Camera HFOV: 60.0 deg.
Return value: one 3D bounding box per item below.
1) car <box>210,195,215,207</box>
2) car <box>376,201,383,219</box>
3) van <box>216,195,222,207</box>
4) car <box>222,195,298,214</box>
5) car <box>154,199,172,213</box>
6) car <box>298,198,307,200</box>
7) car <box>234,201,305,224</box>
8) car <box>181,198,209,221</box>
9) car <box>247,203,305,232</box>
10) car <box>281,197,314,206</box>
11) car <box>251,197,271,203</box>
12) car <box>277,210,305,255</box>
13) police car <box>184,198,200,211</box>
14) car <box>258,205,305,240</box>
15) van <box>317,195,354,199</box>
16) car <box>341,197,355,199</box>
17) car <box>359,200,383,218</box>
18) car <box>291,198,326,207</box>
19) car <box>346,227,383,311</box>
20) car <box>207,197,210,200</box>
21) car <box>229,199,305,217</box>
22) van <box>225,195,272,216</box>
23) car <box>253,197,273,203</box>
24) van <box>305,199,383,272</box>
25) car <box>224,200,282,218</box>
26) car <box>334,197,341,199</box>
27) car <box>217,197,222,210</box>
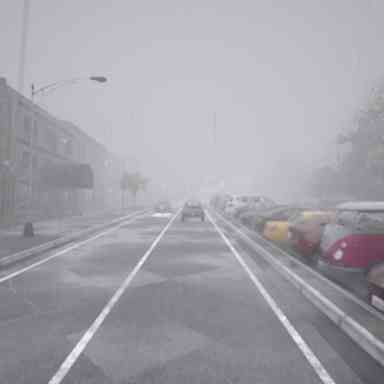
[{"bbox_3d":[5.607,1.363,44.998,5.566,2.045,2.435,0,0,0],"label":"car"},{"bbox_3d":[18.650,1.567,28.334,4.792,1.488,2.163,0,0,0],"label":"car"},{"bbox_3d":[5.467,1.360,39.393,4.442,1.987,1.878,0,0,0],"label":"van"},{"bbox_3d":[5.628,1.284,28.179,5.566,2.045,2.435,0,0,0],"label":"car"},{"bbox_3d":[-3.356,1.613,39.645,2.128,1.511,4.902,0,0,0],"label":"car"},{"bbox_3d":[18.659,1.693,50.611,4.674,1.452,2.002,0,0,0],"label":"car"},{"bbox_3d":[5.580,1.542,22.573,4.792,1.488,2.163,0,0,0],"label":"car"},{"bbox_3d":[0.083,1.559,28.111,2.128,1.511,4.902,0,0,0],"label":"car"},{"bbox_3d":[5.613,1.497,16.965,5.008,1.535,2.097,0,0,0],"label":"car"},{"bbox_3d":[18.654,1.734,58.966,5.008,1.535,2.097,0,-1,0],"label":"car"},{"bbox_3d":[18.678,2.174,90.597,5.008,1.535,2.097,0,-1,0],"label":"car"},{"bbox_3d":[5.657,1.518,11.362,4.792,1.488,2.163,0,0,0],"label":"car"},{"bbox_3d":[0.039,1.653,45.276,2.038,1.542,4.974,0,0,0],"label":"police car"},{"bbox_3d":[5.809,1.489,14.166,5.366,1.575,1.946,0,0,0],"label":"car"},{"bbox_3d":[18.776,1.373,42.264,4.442,1.987,1.878,0,0,0],"label":"van"},{"bbox_3d":[18.484,1.559,33.906,5.366,1.575,1.946,0,0,0],"label":"car"},{"bbox_3d":[18.669,1.550,31.120,5.008,1.535,2.097,0,0,0],"label":"car"},{"bbox_3d":[18.662,1.676,53.398,5.008,1.535,2.097,0,-1,0],"label":"car"},{"bbox_3d":[5.609,1.511,5.755,4.792,1.488,2.163,0,0,0],"label":"car"},{"bbox_3d":[5.606,1.425,53.408,5.566,2.045,2.435,0,0,0],"label":"car"},{"bbox_3d":[5.600,1.524,25.371,4.892,1.521,2.231,0,0,0],"label":"car"},{"bbox_3d":[5.707,1.335,33.787,4.442,1.987,1.878,0,0,0],"label":"van"},{"bbox_3d":[18.668,2.170,87.448,4.674,1.452,2.002,0,-1,0],"label":"car"},{"bbox_3d":[5.516,1.259,8.559,4.442,1.987,1.878,0,0,0],"label":"van"},{"bbox_3d":[5.589,1.548,30.982,5.008,1.535,2.097,0,0,0],"label":"car"},{"bbox_3d":[18.664,1.615,36.691,4.674,1.452,2.002,0,0,0],"label":"car"},{"bbox_3d":[5.581,1.575,36.588,4.892,1.521,2.231,0,0,0],"label":"car"}]
